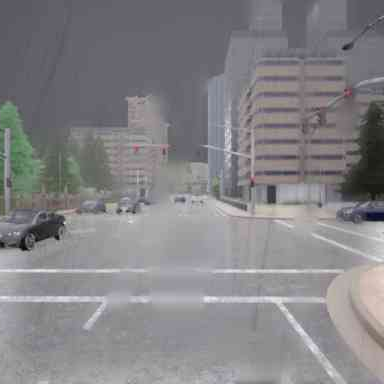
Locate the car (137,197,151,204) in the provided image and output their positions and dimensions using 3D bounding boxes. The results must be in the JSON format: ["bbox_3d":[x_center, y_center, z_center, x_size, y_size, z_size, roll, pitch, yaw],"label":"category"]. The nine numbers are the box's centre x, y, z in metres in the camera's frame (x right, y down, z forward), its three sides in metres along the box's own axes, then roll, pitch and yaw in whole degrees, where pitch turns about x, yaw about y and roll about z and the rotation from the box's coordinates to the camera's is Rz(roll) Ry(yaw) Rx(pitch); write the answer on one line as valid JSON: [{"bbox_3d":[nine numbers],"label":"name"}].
[{"bbox_3d":[-9.502,1.586,66.129,1.895,1.301,4.718,0,0,1],"label":"car"}]

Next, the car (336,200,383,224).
[{"bbox_3d":[12.943,1.347,24.092,4.553,1.767,2.097,0,0,1],"label":"car"}]

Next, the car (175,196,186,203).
[{"bbox_3d":[-2.472,1.462,67.289,1.882,1.535,5.008,0,0,1],"label":"car"}]

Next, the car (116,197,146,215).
[{"bbox_3d":[-6.393,1.484,33.886,2.128,1.511,4.902,0,0,1],"label":"car"}]

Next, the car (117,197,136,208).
[{"bbox_3d":[-9.725,1.514,49.761,1.812,1.442,4.674,0,0,0],"label":"car"}]

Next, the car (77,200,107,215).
[{"bbox_3d":[-10.076,1.518,33.721,1.812,1.442,4.674,0,0,5],"label":"car"}]

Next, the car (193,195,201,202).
[{"bbox_3d":[1.117,1.504,76.625,1.812,1.442,4.674,0,0,1],"label":"car"}]

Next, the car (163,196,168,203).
[{"bbox_3d":[-5.976,1.542,67.824,1.994,1.385,4.181,0,0,1],"label":"car"}]

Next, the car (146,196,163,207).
[{"bbox_3d":[-6.217,1.535,51.718,2.033,1.411,5.357,0,0,1],"label":"car"}]

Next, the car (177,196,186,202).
[{"bbox_3d":[-2.382,1.575,76.688,1.895,1.301,4.718,0,0,1],"label":"car"}]

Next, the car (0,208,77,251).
[{"bbox_3d":[-6.959,1.488,14.051,2.128,1.511,4.902,0,0,1],"label":"car"}]

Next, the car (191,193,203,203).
[{"bbox_3d":[1.024,1.206,66.939,2.150,2.045,5.566,0,0,1],"label":"car"}]
